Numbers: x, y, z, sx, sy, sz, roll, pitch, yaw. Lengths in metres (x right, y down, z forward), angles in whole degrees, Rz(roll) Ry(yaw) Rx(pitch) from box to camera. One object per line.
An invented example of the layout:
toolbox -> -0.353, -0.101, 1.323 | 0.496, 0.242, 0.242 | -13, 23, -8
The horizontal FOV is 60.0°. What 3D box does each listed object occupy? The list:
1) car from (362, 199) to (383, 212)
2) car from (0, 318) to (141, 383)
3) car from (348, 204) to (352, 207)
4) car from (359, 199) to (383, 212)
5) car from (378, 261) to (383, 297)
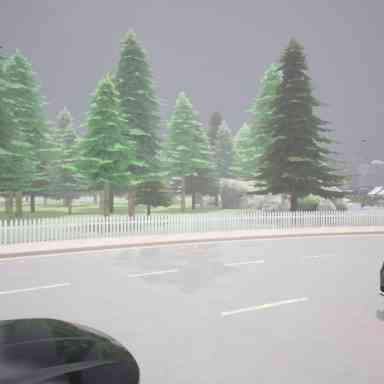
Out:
car -> 23.187, 1.581, 41.124 | 1.812, 1.442, 4.674 | 0, 0, -3
car -> -2.640, 1.478, 1.678 | 5.008, 1.535, 1.882 | 0, 0, -36
car -> 19.429, 1.277, 45.249 | 2.150, 2.045, 5.566 | 0, 0, -3
car -> 19.981, 1.619, 36.076 | 1.994, 1.385, 4.181 | 0, 0, -3
car -> 5.722, 1.492, 6.151 | 4.902, 1.511, 2.128 | 0, 0, -23
